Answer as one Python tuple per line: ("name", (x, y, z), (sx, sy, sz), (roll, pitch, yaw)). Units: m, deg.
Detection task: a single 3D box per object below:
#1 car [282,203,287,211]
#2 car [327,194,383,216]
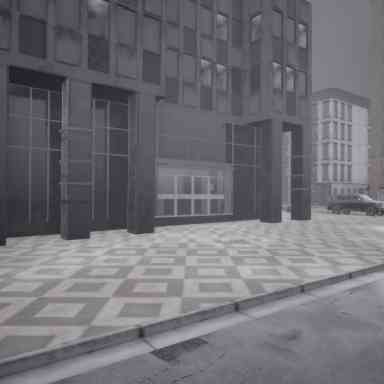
("car", (9.506, 1.498, 40.644), (1.812, 1.442, 4.674), (1, 0, -36))
("car", (15.795, 1.190, 31.887), (2.150, 2.045, 5.566), (1, -1, -36))
